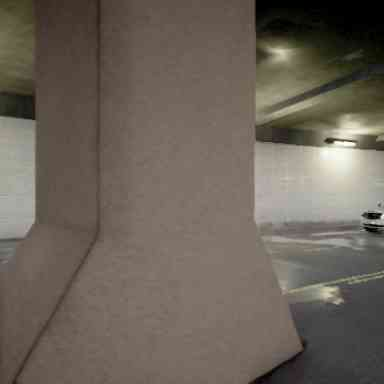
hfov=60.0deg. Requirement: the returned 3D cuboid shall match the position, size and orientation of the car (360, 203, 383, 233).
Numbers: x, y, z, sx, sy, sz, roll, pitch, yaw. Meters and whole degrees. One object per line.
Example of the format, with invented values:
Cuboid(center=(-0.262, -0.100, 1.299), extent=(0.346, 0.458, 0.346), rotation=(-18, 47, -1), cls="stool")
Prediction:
Cuboid(center=(11.754, 1.209, 18.024), extent=(5.566, 2.045, 2.150), rotation=(0, 0, -23), cls="car")
